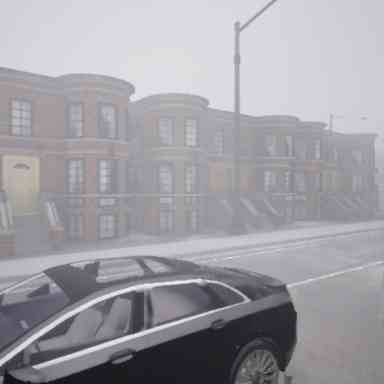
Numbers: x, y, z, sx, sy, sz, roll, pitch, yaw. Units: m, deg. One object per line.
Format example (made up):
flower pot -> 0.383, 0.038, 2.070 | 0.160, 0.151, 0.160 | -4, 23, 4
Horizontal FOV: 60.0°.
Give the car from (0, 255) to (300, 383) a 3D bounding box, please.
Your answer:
car -> -1.004, 1.491, 3.267 | 4.902, 1.511, 2.128 | 0, 0, -35
